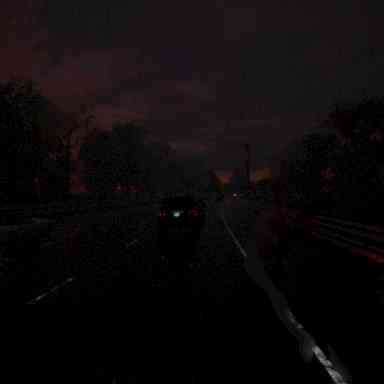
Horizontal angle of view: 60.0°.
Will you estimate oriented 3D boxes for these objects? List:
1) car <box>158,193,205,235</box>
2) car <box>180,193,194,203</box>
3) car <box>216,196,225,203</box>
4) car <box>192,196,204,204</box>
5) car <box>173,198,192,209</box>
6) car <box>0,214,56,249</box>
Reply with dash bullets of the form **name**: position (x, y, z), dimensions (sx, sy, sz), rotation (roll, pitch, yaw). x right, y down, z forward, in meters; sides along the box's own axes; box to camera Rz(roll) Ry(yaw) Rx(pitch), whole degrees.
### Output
- **car**: position (-0.509, 1.229, 19.210), dimensions (2.150, 2.045, 5.566), rotation (0, 0, 5)
- **car**: position (-1.010, 1.283, 72.902), dimensions (2.150, 2.045, 5.566), rotation (0, 0, 9)
- **car**: position (6.381, 1.569, 74.821), dimensions (1.837, 1.490, 4.892), rotation (0, 0, 9)
- **car**: position (1.224, 1.556, 64.173), dimensions (1.837, 1.490, 4.892), rotation (0, 0, 8)
- **car**: position (-1.249, 1.589, 45.632), dimensions (1.994, 1.385, 4.181), rotation (0, 0, 7)
- **car**: position (-7.927, 1.594, 14.654), dimensions (1.895, 1.301, 4.718), rotation (0, 0, 5)
